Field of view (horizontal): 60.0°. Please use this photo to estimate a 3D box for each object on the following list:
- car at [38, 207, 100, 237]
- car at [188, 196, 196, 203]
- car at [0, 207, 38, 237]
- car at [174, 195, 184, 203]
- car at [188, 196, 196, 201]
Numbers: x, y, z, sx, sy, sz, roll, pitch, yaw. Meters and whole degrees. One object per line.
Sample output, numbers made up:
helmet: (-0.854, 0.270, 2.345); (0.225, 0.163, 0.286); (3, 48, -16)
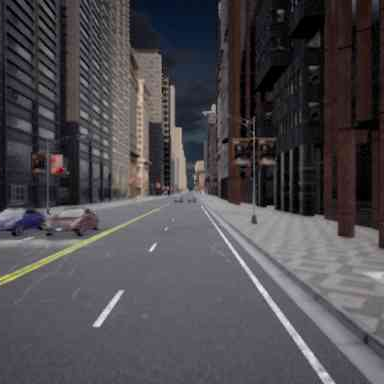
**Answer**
car: (-6.549, 1.599, 18.744); (1.812, 1.442, 4.674); (0, 0, 0)
car: (0.042, 1.771, 77.103); (2.128, 1.511, 4.902); (0, 0, 0)
car: (-9.803, 1.599, 18.692); (1.812, 1.442, 4.674); (0, 0, 0)
car: (-3.208, 1.800, 77.523); (1.994, 1.385, 4.181); (0, 0, 0)
car: (0.047, 1.703, 87.554); (1.895, 1.301, 4.718); (0, 0, 0)
